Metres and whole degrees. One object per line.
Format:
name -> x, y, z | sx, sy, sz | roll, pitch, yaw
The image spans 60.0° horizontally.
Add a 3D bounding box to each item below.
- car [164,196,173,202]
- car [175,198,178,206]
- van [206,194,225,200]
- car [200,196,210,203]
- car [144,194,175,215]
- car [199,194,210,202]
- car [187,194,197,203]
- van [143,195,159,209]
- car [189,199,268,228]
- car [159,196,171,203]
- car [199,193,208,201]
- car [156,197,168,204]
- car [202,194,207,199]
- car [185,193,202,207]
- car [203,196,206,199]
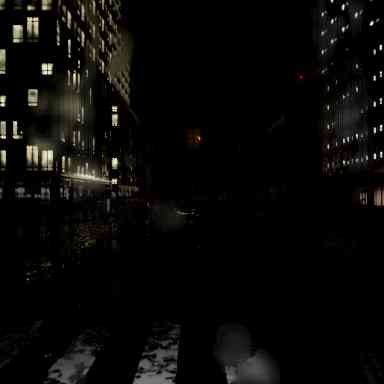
car -> -5.574, 1.578, 80.227 | 1.802, 1.307, 4.206 | 0, 0, 0
car -> -3.155, 1.525, 43.347 | 1.812, 1.442, 4.674 | 0, 0, 0
van -> 2.715, 1.341, 35.878 | 1.690, 1.788, 3.998 | 0, 0, 0
car -> 2.755, 1.542, 69.110 | 1.887, 1.381, 4.507 | 0, 0, 0
car -> -3.200, 1.222, 33.569 | 2.150, 2.045, 5.566 | 0, 0, 0
car -> 2.781, 1.312, 74.650 | 2.192, 1.841, 5.009 | 0, 0, 0
car -> 0.079, 1.352, 72.800 | 2.097, 1.767, 4.553 | 0, 0, 0
van -> -5.727, 1.341, 46.992 | 1.690, 1.788, 3.998 | 0, 0, 0
car -> 2.560, 1.509, 22.175 | 4.892, 1.490, 1.837 | 1, 3, 31
car -> -5.626, 1.548, 69.148 | 2.008, 1.369, 4.403 | 0, 0, 0
car -> 2.833, 1.309, 85.728 | 2.192, 1.841, 5.009 | 0, 0, 0
car -> -5.651, 1.564, 63.609 | 1.947, 1.339, 4.313 | 0, 0, 0
car -> 2.730, 1.313, 63.571 | 2.192, 1.841, 5.009 | 0, 0, 0
car -> 0.085, 1.219, 52.606 | 2.150, 2.045, 5.566 | 0, 0, 0
car -> 2.650, 1.544, 41.417 | 1.887, 1.381, 4.507 | 0, 0, 0
